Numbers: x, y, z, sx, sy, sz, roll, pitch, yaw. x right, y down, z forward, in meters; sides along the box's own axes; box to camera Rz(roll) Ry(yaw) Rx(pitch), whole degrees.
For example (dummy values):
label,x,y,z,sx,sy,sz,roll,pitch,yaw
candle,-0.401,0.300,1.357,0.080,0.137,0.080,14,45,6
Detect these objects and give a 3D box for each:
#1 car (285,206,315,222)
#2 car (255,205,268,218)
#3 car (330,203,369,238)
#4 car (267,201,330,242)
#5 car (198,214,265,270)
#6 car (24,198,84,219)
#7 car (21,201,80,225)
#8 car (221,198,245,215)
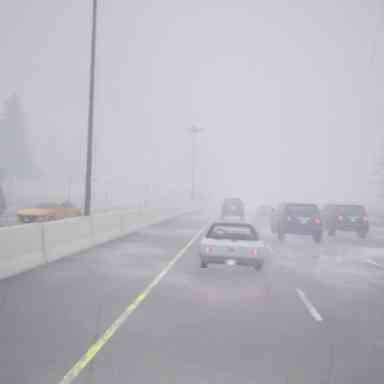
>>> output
label,x,y,z,sx,sy,sz,roll,pitch,yaw
car,11.359,2.262,35.290,2.033,1.411,5.357,2,0,7
car,7.982,2.129,36.484,2.033,1.411,5.357,2,0,7
car,9.733,1.759,22.035,2.150,2.045,5.566,2,0,7
car,5.841,1.572,19.025,2.150,2.045,5.566,2,0,8
car,1.374,1.702,11.507,1.895,1.301,4.718,2,0,7
car,-10.971,1.251,26.968,2.033,1.411,5.357,2,0,8
car,-8.345,1.234,19.893,1.882,1.535,5.008,2,-1,7
car,3.970,1.600,32.419,2.150,2.045,5.566,2,0,7
